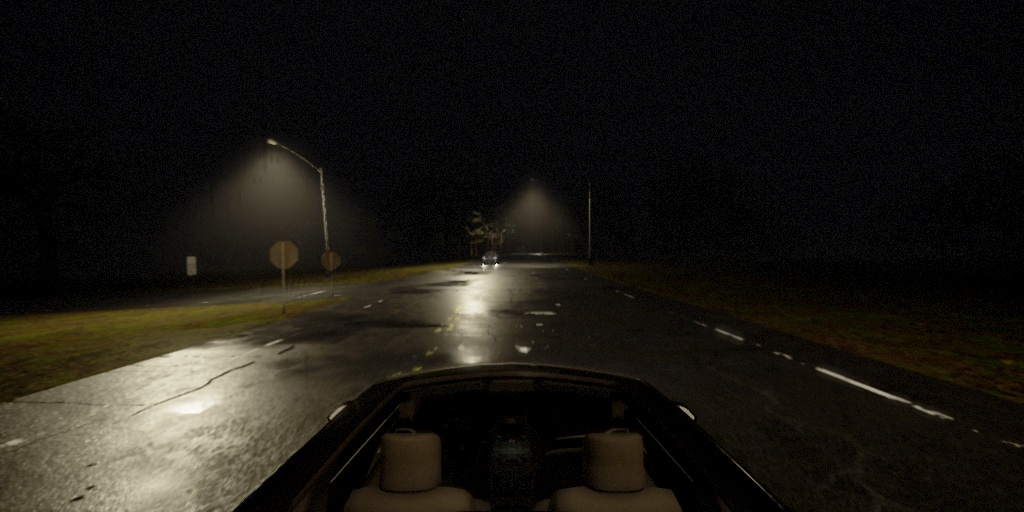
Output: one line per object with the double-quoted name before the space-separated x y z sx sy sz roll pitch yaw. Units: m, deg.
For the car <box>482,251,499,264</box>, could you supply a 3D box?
"car" -2.853 0.170 48.589 2.097 1.767 4.553 0 1 2
